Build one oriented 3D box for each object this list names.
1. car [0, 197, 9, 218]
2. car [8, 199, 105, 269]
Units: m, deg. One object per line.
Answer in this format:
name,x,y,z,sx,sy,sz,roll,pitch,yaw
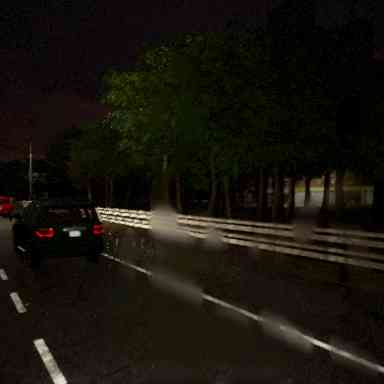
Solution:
car,-17.964,1.509,30.733,2.150,2.045,5.566,1,-1,-35
car,-4.958,1.340,11.966,2.150,2.045,5.566,1,-1,-35
